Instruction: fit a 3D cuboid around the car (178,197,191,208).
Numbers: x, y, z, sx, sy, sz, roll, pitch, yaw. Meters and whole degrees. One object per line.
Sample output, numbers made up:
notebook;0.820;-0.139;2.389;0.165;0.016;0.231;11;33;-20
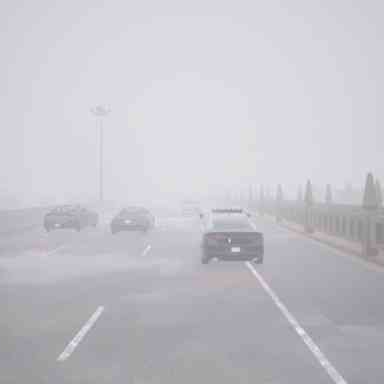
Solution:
car;-0.719;1.484;46.302;1.837;1.490;4.892;0;0;-8

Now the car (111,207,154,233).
car;-3.380;1.555;19.539;1.994;1.385;4.181;0;0;0

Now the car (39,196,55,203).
car;-23.629;1.468;54.333;2.128;1.511;4.902;0;0;-14

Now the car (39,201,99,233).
car;-6.884;1.483;19.438;2.128;1.511;4.902;0;0;0

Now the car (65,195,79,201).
car;-21.375;1.327;59.501;2.097;1.767;4.553;0;0;-16

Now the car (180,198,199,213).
car;-0.049;1.585;36.372;1.895;1.301;4.718;0;0;-1

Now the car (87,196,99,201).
car;-18.047;1.465;60.596;2.128;1.511;4.902;0;0;-16

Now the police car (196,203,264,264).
police car;1.235;1.420;11.944;1.930;1.638;5.238;0;0;0
